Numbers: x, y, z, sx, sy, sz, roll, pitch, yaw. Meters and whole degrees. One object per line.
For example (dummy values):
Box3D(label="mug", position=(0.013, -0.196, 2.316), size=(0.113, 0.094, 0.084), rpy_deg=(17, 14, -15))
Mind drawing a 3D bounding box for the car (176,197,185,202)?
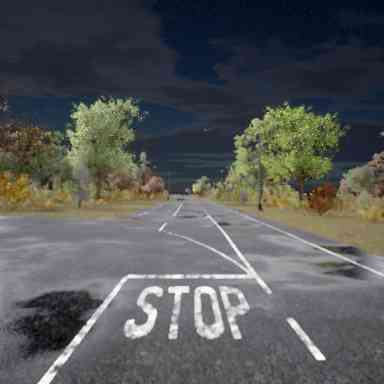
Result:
Box3D(label="car", position=(-3.038, 1.918, 86.008), size=(1.895, 1.301, 4.718), rpy_deg=(0, 0, 6))
